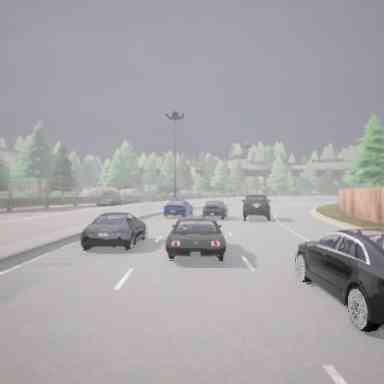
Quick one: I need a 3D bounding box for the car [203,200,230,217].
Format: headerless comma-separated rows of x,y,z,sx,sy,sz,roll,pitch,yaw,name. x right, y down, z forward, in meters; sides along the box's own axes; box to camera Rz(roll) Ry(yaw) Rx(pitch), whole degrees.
2.094,1.495,28.937,1.837,1.490,4.892,0,0,11,car

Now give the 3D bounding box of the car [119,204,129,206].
-8.212,1.547,44.839,1.994,1.385,4.181,0,0,20,car

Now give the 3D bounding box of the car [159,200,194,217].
-1.134,1.466,30.525,1.882,1.535,5.008,0,0,12,car

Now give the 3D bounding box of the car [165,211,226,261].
0.184,1.596,12.309,1.895,1.301,4.718,0,0,2,car

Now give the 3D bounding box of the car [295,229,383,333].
3.584,1.489,6.762,2.128,1.511,4.902,0,0,1,car

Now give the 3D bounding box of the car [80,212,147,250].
-3.216,1.558,14.369,1.994,1.385,4.181,0,0,2,car

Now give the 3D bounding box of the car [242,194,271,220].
5.417,1.212,27.917,2.150,2.045,5.566,0,0,11,car
